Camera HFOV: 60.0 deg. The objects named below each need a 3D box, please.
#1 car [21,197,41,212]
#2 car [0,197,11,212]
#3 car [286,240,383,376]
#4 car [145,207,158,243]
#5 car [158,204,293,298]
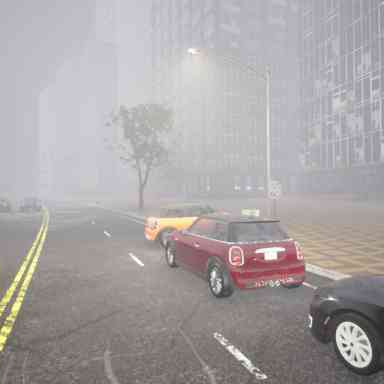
[{"bbox_3d":[-19.013,1.393,39.353,2.097,1.767,4.553,0,0,-24],"label":"car"},{"bbox_3d":[-21.976,1.390,38.018,2.097,1.767,4.553,0,0,-24],"label":"car"},{"bbox_3d":[3.595,1.505,3.441,1.837,1.490,4.892,0,0,-36],"label":"car"},{"bbox_3d":[0.283,1.277,14.553,4.553,1.767,2.097,-3,1,-18],"label":"car"},{"bbox_3d":[0.836,1.355,8.900,2.097,1.767,4.553,0,0,-22],"label":"car"}]
